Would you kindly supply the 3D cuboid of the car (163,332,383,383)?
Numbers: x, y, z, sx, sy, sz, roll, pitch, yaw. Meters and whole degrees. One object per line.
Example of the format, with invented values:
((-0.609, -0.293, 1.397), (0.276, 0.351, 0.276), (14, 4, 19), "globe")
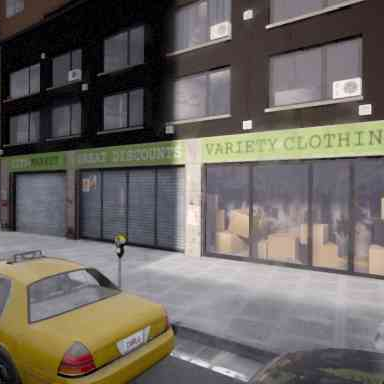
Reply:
((2.229, 1.551, 1.534), (4.403, 1.369, 2.008), (0, 1, 35), "car")

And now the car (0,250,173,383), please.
((-2.510, 1.524, 4.801), (4.829, 1.417, 1.752), (0, 1, 35), "car")
